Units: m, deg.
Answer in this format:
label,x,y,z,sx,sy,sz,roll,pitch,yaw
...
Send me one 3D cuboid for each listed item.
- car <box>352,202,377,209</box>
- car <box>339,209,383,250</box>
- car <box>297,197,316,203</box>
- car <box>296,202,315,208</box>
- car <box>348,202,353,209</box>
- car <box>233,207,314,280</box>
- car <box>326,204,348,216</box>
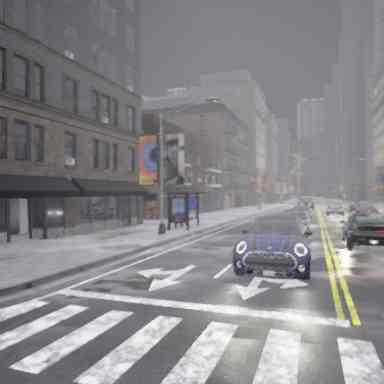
label,x,y,z,sx,sy,sz,roll,pitch,yaw
car,19.602,2.055,37.312,1.994,1.385,4.181,-1,-1,20
car,8.024,1.739,15.310,1.837,1.490,4.892,-1,-1,21
car,15.229,1.478,44.262,2.150,2.045,5.566,-1,-1,20
car,9.911,1.959,30.099,1.837,1.490,4.892,-1,-1,20
car,23.078,2.121,46.731,1.837,1.490,4.892,-1,-1,20
car,2.776,1.559,10.803,2.097,1.767,4.553,-1,-1,20
car,17.134,2.153,39.899,1.895,1.301,4.718,-1,-1,21
